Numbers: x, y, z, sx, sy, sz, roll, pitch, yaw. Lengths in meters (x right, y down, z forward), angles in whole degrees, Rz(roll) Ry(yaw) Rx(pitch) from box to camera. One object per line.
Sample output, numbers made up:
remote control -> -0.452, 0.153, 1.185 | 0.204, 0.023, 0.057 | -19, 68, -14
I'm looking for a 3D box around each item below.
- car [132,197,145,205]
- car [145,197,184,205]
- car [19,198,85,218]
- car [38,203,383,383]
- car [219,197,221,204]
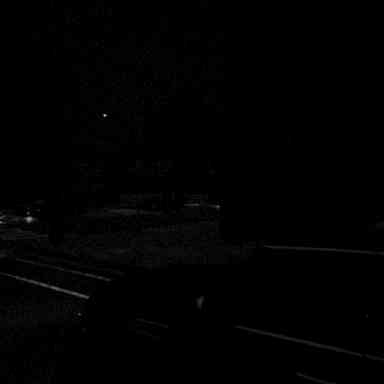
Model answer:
car -> -5.346, 1.358, 41.601 | 2.128, 1.511, 4.902 | 2, 1, 36
car -> -2.839, 1.469, 39.524 | 2.128, 1.511, 4.902 | 2, 1, 36
car -> -11.274, 1.398, 27.796 | 2.128, 1.511, 4.902 | 2, 1, 36
car -> 1.375, 1.222, 2.581 | 5.566, 2.045, 2.150 | 0, 0, 36
car -> 6.834, 1.221, 58.365 | 2.150, 2.045, 5.566 | 2, 1, 36
